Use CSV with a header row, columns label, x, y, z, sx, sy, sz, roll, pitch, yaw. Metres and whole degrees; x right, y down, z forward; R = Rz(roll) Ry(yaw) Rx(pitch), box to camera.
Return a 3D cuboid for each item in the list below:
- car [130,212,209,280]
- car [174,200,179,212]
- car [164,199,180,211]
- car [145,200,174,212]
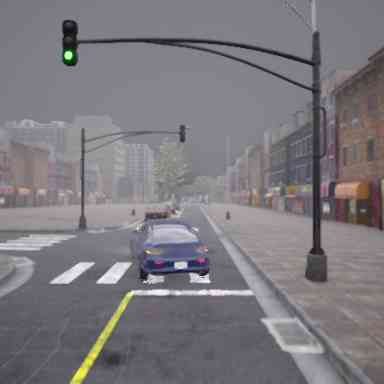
label,x,y,z,sx,sy,sz,roll,pitch,yaw
car,-0.809,1.562,10.061,1.812,1.442,4.674,0,0,-14
car,-2.856,1.794,38.492,1.812,1.442,4.674,0,-1,0
car,-2.848,1.856,48.682,2.128,1.511,4.902,0,-1,0
car,-2.872,1.654,28.504,1.882,1.535,5.008,0,-1,0
